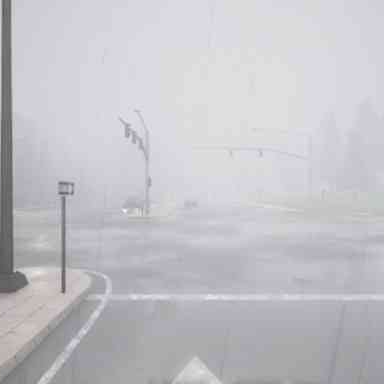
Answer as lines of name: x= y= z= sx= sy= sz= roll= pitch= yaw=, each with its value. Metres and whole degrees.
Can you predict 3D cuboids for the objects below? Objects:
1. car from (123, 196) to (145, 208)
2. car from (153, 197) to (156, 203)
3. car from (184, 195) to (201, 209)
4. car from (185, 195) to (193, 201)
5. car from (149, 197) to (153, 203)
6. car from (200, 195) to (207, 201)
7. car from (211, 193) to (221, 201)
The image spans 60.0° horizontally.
car: x=-8.263 y=1.348 z=46.729 sx=2.097 sy=1.767 sz=4.553 roll=0 pitch=0 yaw=-1
car: x=-8.504 y=1.594 z=68.013 sx=1.895 sy=1.301 sz=4.718 roll=0 pitch=0 yaw=-1
car: x=-0.135 y=1.522 z=44.781 sx=1.812 sy=1.442 sz=4.674 roll=0 pitch=0 yaw=-1
car: x=-0.772 y=1.492 z=85.824 sx=1.837 sy=1.490 sz=4.892 roll=0 pitch=0 yaw=-1
car: x=-8.406 y=1.500 z=57.030 sx=1.837 sy=1.490 sz=4.892 roll=0 pitch=0 yaw=0
car: x=2.727 y=1.517 z=85.886 sx=1.812 sy=1.442 sz=4.674 roll=0 pitch=0 yaw=-1
car: x=6.227 y=1.217 z=85.894 sx=2.150 sy=2.045 sz=5.566 roll=0 pitch=0 yaw=-1
